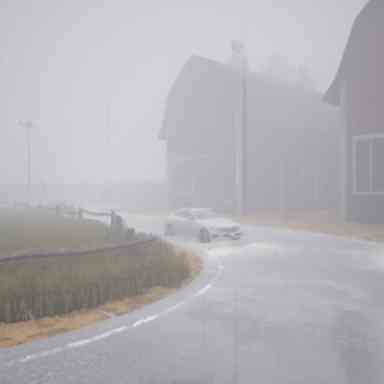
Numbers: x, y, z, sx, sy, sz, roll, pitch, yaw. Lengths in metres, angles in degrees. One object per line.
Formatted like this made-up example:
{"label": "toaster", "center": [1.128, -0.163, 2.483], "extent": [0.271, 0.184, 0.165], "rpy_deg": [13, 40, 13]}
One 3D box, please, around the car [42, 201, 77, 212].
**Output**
{"label": "car", "center": [-12.730, 1.542, 31.909], "extent": [1.895, 1.301, 4.718], "rpy_deg": [-1, 0, -40]}

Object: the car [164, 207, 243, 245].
{"label": "car", "center": [0.353, 1.455, 15.551], "extent": [1.812, 1.442, 4.674], "rpy_deg": [0, 0, -34]}
